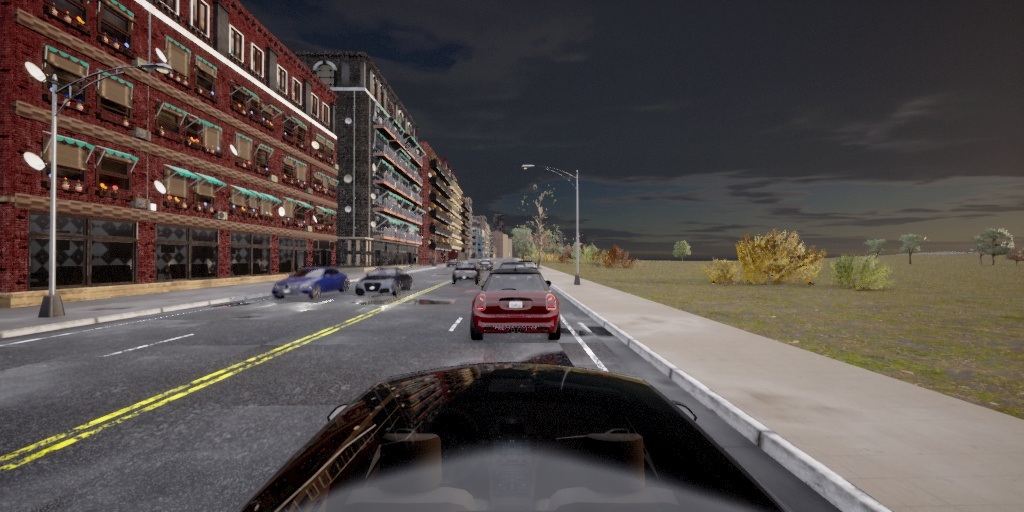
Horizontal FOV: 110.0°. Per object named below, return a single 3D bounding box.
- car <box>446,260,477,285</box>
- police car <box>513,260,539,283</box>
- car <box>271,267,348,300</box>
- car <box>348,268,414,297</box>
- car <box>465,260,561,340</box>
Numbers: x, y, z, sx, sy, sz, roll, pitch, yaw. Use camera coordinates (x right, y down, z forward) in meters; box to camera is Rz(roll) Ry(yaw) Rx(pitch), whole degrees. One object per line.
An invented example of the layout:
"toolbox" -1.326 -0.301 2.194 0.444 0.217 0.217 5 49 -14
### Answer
"car" -3.204 1.243 26.487 2.128 1.511 4.902 0 0 0
"police car" 1.079 1.179 29.369 1.930 1.638 5.238 0 0 0
"car" -9.886 1.278 18.044 1.812 1.442 4.674 0 0 0
"car" -6.637 1.316 19.030 1.994 1.385 4.181 0 0 0
"car" 0.075 1.103 10.100 2.097 1.767 4.553 0 0 0
